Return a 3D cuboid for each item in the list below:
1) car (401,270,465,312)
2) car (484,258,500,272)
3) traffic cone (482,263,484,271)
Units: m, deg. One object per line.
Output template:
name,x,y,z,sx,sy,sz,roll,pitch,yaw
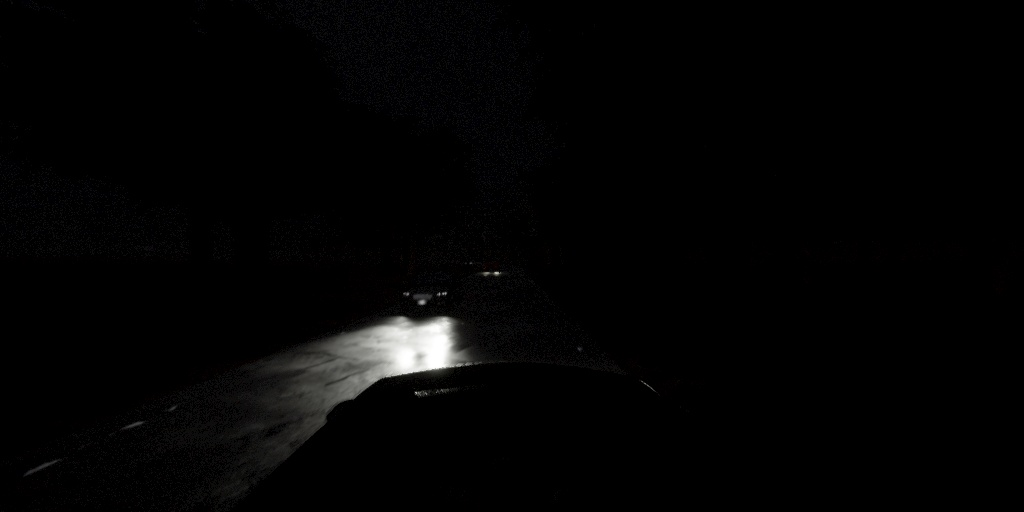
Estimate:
car,-3.100,1.348,14.808,2.128,1.511,4.902,0,0,0
car,-3.061,1.363,55.461,2.150,2.045,5.566,0,0,1
traffic cone,-4.569,1.868,58.333,0.340,0.580,0.340,0,0,-24
